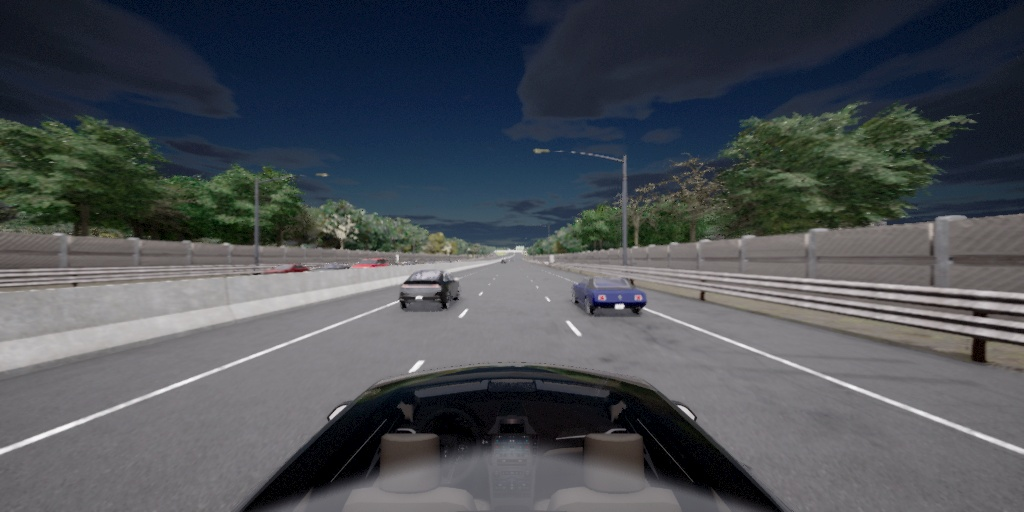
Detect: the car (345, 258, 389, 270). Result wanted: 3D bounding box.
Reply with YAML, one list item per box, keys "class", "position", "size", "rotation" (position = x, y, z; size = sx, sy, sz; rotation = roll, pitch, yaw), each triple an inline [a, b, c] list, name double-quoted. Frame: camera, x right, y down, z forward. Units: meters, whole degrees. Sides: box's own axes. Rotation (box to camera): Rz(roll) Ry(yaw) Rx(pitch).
- class: "car"
  position: [-14.073, 1.225, 35.923]
  size: [2.150, 2.045, 5.566]
  rotation: [0, -1, 0]

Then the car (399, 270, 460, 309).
- class: "car"
  position: [-3.399, 1.340, 15.516]
  size: [2.128, 1.511, 4.902]
  rotation: [0, 0, 0]

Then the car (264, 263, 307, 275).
- class: "car"
  position: [-21.078, 1.463, 33.796]
  size: [1.882, 1.535, 5.008]
  rotation: [0, -1, 0]

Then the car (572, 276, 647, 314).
- class: "car"
  position: [3.602, 1.440, 14.234]
  size: [1.895, 1.301, 4.718]
  rotation: [0, 0, 0]

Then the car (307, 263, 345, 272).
- class: "car"
  position: [-17.574, 1.491, 35.443]
  size: [2.128, 1.511, 4.902]
  rotation: [0, -1, 0]
